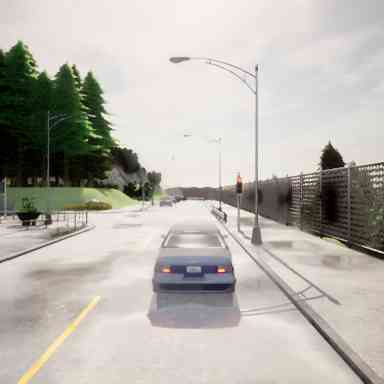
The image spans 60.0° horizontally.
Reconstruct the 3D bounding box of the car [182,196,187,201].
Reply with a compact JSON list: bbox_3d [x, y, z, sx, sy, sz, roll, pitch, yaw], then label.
[{"bbox_3d":[-3.689,1.540,86.799,5.357,1.411,2.033,0,0,40],"label":"car"}]

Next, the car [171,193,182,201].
[{"bbox_3d":[-3.903,1.225,73.227,2.150,2.045,5.566,0,0,0],"label":"car"}]

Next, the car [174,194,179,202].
[{"bbox_3d":[-3.978,1.525,62.567,1.812,1.442,4.674,0,0,1],"label":"car"}]

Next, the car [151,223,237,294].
[{"bbox_3d":[0.058,1.547,8.959,2.033,1.411,5.357,0,0,1],"label":"car"}]

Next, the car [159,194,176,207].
[{"bbox_3d":[-4.023,1.505,52.507,1.837,1.490,4.892,0,0,0],"label":"car"}]
